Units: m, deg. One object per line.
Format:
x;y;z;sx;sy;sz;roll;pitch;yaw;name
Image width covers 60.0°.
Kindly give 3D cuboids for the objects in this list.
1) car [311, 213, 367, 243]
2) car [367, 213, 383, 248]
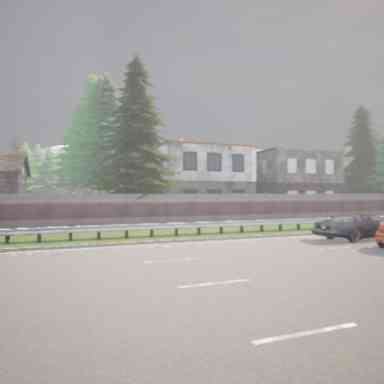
8.935;1.822;17.581;5.357;1.411;2.033;0;-1;-21;car
10.270;1.559;14.347;4.553;1.767;2.097;0;-1;-21;car
